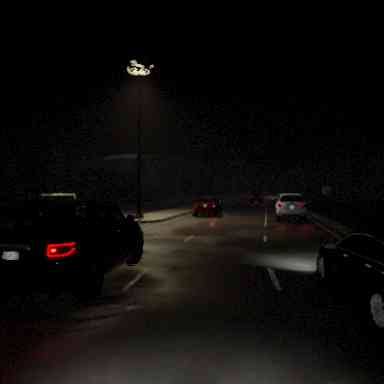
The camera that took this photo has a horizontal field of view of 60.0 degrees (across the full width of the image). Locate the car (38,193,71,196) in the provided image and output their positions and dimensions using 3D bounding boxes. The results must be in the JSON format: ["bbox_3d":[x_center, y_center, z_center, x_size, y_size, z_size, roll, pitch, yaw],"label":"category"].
[{"bbox_3d":[-11.342,1.140,26.807,2.150,2.045,5.566,0,0,13],"label":"car"}]

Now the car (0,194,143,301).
[{"bbox_3d":[-2.877,1.195,8.489,2.150,2.045,5.566,0,0,6],"label":"car"}]

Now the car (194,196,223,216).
[{"bbox_3d":[1.592,1.255,30.924,2.097,1.767,4.553,0,0,13],"label":"car"}]

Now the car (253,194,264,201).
[{"bbox_3d":[15.112,1.288,75.342,2.128,1.511,4.902,0,0,13],"label":"car"}]

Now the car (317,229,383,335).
[{"bbox_3d":[3.954,1.483,6.554,1.837,1.490,4.892,0,0,5],"label":"car"}]

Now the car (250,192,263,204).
[{"bbox_3d":[11.692,1.032,60.226,2.150,2.045,5.566,0,0,13],"label":"car"}]

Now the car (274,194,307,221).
[{"bbox_3d":[7.725,1.138,26.343,2.150,2.045,5.566,0,0,13],"label":"car"}]
